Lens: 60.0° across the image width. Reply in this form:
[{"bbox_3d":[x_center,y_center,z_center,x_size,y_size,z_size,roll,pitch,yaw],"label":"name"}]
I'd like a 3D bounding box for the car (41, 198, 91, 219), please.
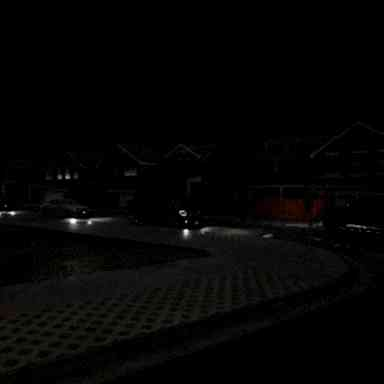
[{"bbox_3d":[-9.742,1.190,25.473,4.674,1.442,1.812,1,1,35],"label":"car"}]

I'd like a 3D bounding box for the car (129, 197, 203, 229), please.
[{"bbox_3d":[-1.581,1.130,19.856,4.553,1.767,2.097,1,1,35],"label":"car"}]

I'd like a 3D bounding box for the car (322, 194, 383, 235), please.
[{"bbox_3d":[8.654,1.113,15.211,2.150,2.045,5.566,2,0,-25],"label":"car"}]

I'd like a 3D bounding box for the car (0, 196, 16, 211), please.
[{"bbox_3d":[-18.622,1.102,31.585,4.181,1.385,1.994,1,1,34],"label":"car"}]
